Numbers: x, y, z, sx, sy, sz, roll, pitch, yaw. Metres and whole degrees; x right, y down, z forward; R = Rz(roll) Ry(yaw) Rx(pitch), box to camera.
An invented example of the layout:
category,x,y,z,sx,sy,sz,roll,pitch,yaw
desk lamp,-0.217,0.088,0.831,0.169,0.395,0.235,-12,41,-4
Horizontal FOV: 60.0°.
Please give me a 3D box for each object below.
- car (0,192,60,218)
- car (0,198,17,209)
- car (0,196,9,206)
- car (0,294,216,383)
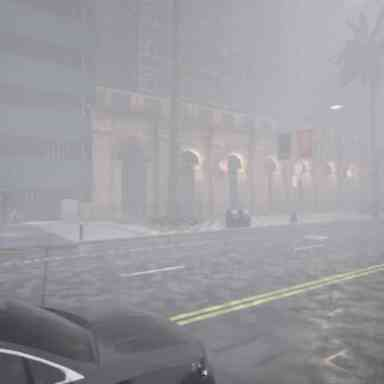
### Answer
category,x,y,z,sx,sy,sz,roll,pitch,yaw
car,-14.109,1.054,28.587,5.566,2.045,2.435,0,0,-35
car,-25.502,1.488,43.185,4.718,1.301,1.895,0,0,-35
car,-31.881,1.442,52.884,4.786,1.482,2.161,0,0,-35
car,-2.034,1.504,2.322,4.892,1.490,1.837,0,0,-35
